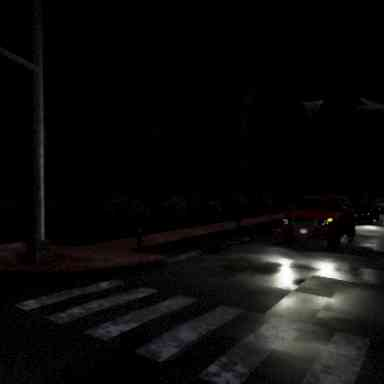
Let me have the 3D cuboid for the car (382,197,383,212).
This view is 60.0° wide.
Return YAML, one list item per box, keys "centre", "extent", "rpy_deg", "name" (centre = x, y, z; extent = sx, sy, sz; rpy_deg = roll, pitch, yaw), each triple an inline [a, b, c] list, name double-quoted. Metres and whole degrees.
- centre: [18.098, 1.254, 31.383]
  extent: [1.812, 1.442, 4.674]
  rpy_deg: [1, 1, 40]
  name: "car"

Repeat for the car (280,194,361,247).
- centre: [5.922, 1.142, 15.147]
  extent: [2.150, 2.045, 5.566]
  rpy_deg: [1, 1, 36]
  name: "car"

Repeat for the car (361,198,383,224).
- centre: [11.873, 1.328, 23.353]
  extent: [1.837, 1.490, 4.892]
  rpy_deg: [1, 1, 37]
  name: "car"
